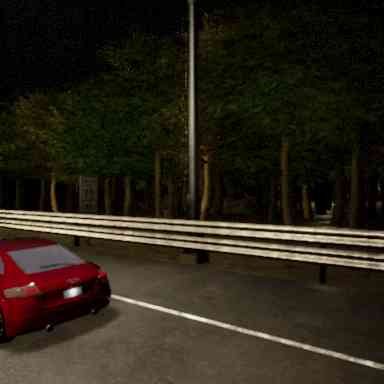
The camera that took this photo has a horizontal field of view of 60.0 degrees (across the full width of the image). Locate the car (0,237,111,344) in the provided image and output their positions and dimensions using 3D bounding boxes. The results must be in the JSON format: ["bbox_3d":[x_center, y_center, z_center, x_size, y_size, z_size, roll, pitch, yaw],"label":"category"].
[{"bbox_3d":[-3.549,1.595,6.521,4.181,1.385,1.994,0,0,35],"label":"car"}]
